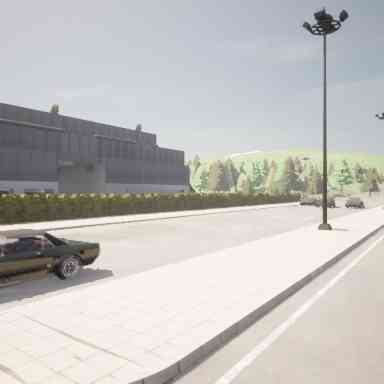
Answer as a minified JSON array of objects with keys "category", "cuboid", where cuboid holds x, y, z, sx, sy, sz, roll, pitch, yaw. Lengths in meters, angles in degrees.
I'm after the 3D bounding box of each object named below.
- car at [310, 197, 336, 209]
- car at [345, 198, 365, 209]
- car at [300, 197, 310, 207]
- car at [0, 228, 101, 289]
[{"category":"car","cuboid":[18.470,1.491,45.943,2.128,1.511,4.902,0,0,36]},{"category":"car","cuboid":[21.893,1.526,44.715,1.812,1.442,4.674,0,0,36]},{"category":"car","cuboid":[18.533,1.548,52.053,2.033,1.411,5.357,0,0,36]},{"category":"car","cuboid":[-4.613,1.601,7.880,1.895,1.301,4.718,0,0,36]}]
